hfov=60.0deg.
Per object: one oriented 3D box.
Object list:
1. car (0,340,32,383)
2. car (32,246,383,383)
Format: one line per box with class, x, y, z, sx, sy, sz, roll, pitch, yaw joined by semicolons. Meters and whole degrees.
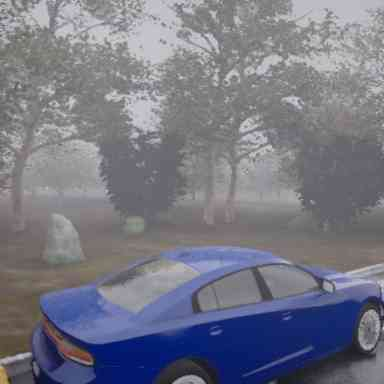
car;-3.767;1.470;1.362;5.366;1.575;1.946;0;0;-33
car;0.609;1.489;4.491;5.008;1.535;2.097;0;0;-33
